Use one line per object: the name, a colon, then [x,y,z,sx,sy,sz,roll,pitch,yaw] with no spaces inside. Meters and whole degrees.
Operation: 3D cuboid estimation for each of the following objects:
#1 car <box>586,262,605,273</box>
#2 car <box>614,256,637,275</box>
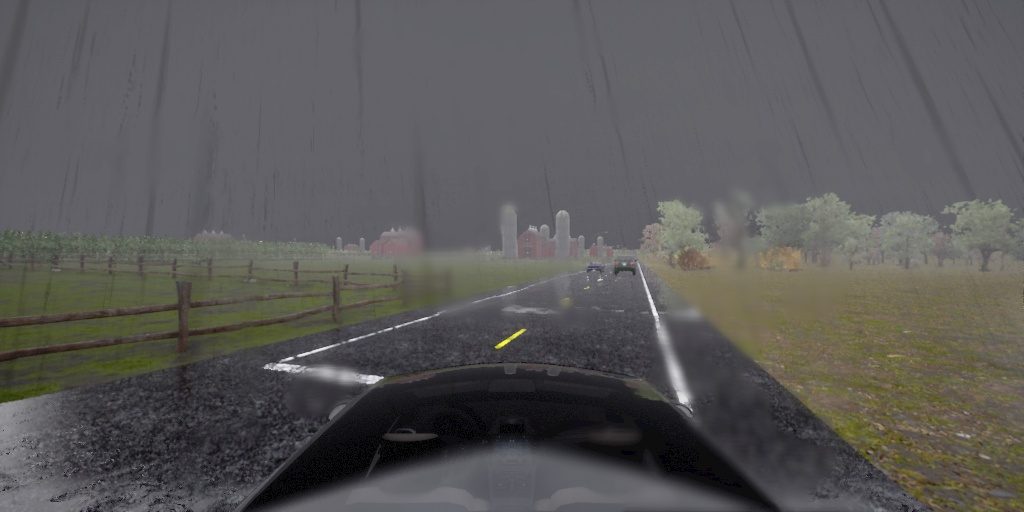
car: [10.262,1.364,43.909,1.895,1.301,4.718,0,0,19]
car: [12.483,0.983,39.477,2.150,2.045,5.566,0,0,20]
